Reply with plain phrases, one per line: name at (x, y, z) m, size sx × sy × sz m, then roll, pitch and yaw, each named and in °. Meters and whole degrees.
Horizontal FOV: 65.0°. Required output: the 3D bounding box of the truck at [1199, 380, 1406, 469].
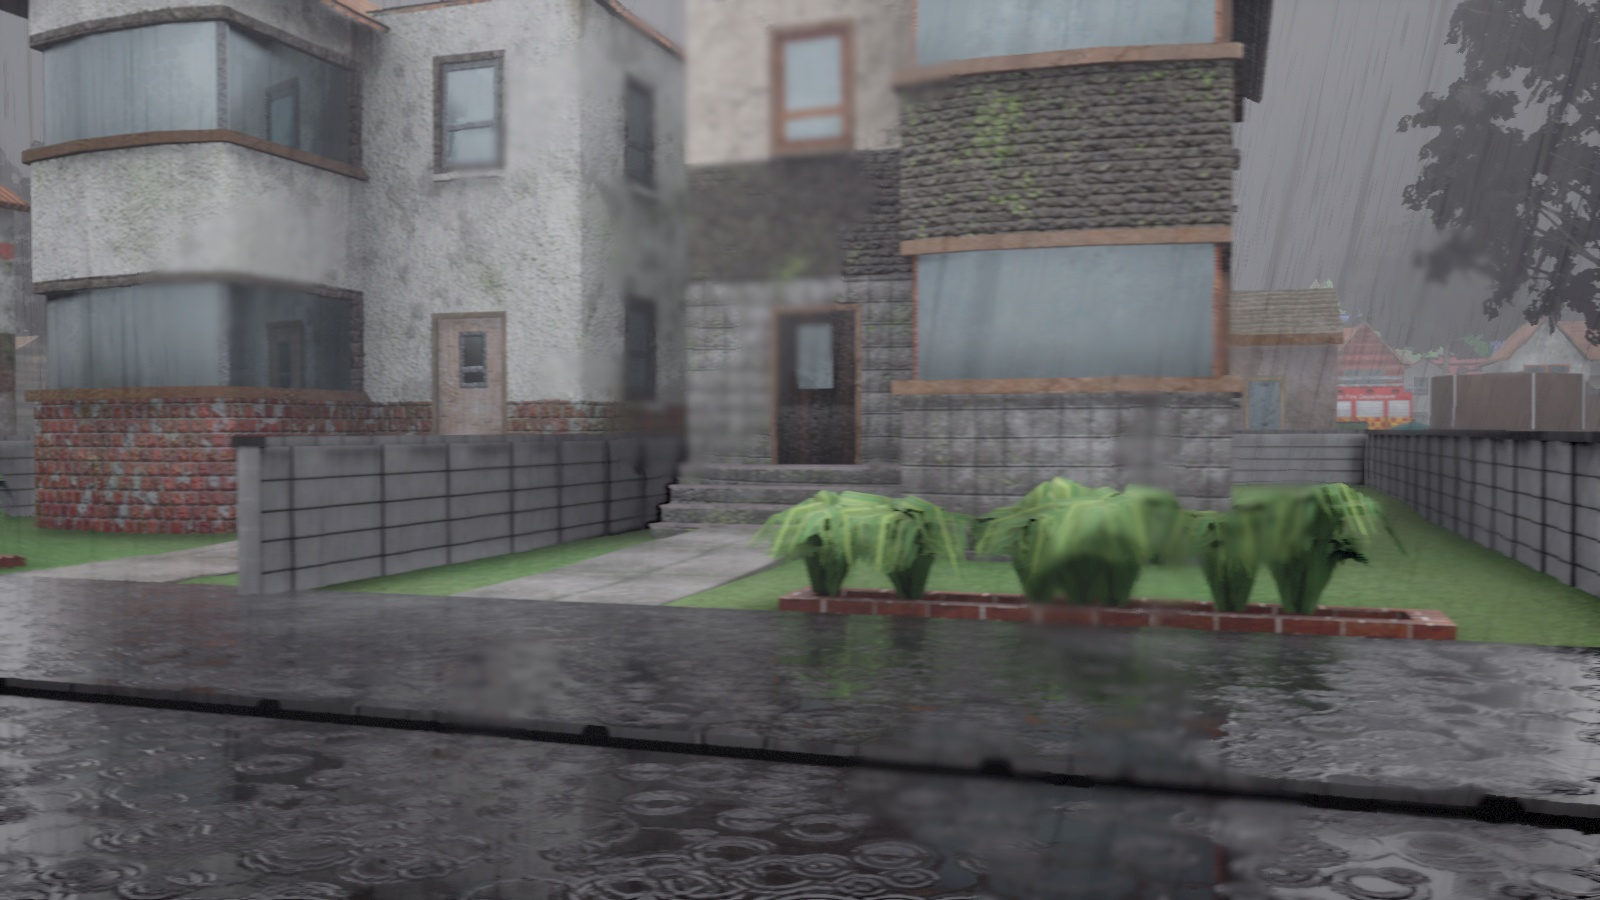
truck at (22.536, -1.163, 56.811) m, size 8.468 × 3.827 × 2.891 m, roll 1°, pitch 1°, yaw 19°
